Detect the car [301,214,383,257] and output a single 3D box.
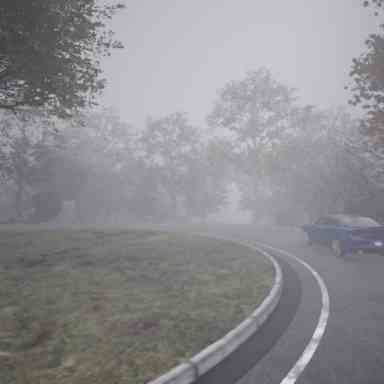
[{"bbox_3d":[6.226,1.659,13.803,1.882,1.535,5.008,0,-1,-3],"label":"car"}]
